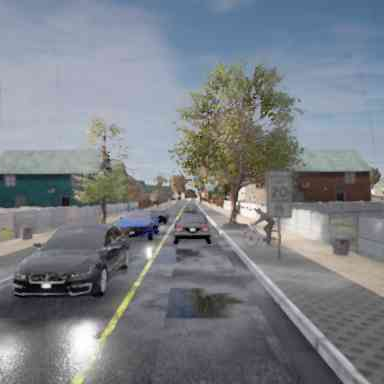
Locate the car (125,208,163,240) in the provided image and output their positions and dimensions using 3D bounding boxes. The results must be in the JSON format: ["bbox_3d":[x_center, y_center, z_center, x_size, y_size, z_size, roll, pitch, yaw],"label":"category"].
[{"bbox_3d":[-2.949,1.764,18.912,1.882,1.535,5.008,0,-1,0],"label":"car"}]

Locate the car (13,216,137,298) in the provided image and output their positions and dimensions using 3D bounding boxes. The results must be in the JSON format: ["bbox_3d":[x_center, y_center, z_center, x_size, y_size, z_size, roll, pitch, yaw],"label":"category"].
[{"bbox_3d":[-2.897,1.639,9.014,1.837,1.490,4.892,0,-1,0],"label":"car"}]

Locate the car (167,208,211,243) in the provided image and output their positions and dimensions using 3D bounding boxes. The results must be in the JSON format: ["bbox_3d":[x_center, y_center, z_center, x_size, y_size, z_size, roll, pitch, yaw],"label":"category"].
[{"bbox_3d":[0.016,1.805,17.649,2.033,1.411,5.357,0,-1,0],"label":"car"}]

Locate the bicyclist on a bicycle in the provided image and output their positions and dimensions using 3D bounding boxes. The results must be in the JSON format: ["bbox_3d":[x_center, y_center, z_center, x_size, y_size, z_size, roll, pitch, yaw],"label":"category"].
[{"bbox_3d":[2.941,1.492,13.868,1.656,1.620,0.582,0,-1,0],"label":"bicyclist on a bicycle"}]

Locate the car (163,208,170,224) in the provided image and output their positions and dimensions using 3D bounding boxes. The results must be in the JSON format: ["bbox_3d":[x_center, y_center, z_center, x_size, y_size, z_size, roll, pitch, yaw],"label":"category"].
[{"bbox_3d":[-2.992,2.037,28.802,1.895,1.301,4.718,0,-1,0],"label":"car"}]

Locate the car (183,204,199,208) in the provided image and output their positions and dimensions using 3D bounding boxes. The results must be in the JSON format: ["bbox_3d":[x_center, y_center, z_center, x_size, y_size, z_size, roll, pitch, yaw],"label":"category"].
[{"bbox_3d":[-0.121,2.155,40.896,2.033,1.411,5.357,0,-1,0],"label":"car"}]
